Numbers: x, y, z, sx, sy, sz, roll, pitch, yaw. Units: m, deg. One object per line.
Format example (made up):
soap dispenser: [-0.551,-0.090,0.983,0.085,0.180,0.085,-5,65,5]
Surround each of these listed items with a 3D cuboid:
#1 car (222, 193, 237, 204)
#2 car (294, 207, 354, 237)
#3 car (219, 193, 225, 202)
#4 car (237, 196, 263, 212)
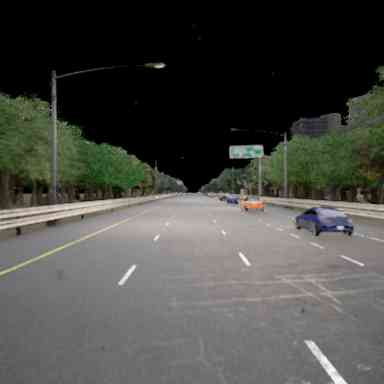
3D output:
car: [7.191,1.471,60.976,1.882,1.535,5.008,0,0,0]
car: [7.015,1.535,18.004,1.812,1.442,4.674,0,0,0]
car: [7.289,1.457,78.242,1.837,1.490,4.892,0,0,0]
car: [7.080,1.349,39.685,2.097,1.767,4.553,0,0,0]
